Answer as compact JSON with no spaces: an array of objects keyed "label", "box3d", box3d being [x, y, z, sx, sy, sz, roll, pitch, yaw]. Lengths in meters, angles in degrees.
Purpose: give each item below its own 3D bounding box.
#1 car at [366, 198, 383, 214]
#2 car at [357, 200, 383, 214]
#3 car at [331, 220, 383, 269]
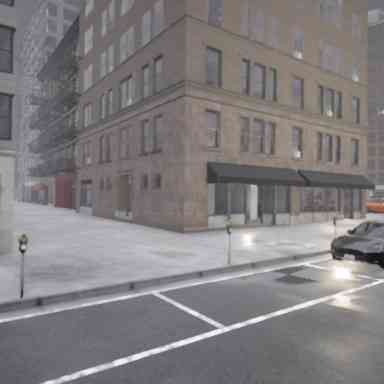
[{"label":"car","box3d":[19.925,1.453,33.913,2.097,1.767,4.553,1,0,-35]},{"label":"car","box3d":[21.648,1.694,37.103,2.033,1.411,5.357,1,0,-35]},{"label":"car","box3d":[6.615,1.653,11.476,4.313,1.339,1.947,1,0,-35]}]
